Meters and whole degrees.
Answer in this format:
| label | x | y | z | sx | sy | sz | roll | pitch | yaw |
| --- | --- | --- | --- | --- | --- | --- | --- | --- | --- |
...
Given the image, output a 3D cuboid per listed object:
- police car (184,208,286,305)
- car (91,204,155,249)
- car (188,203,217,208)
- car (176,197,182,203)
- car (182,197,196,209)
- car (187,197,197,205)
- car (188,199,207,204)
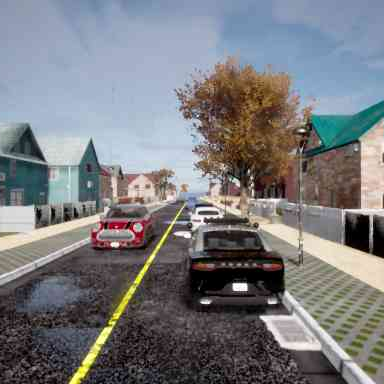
| label | x | y | z | sx | sy | sz | roll | pitch | yaw |
| --- | --- | --- | --- | --- | --- | --- | --- | --- | --- |
| police car | 0.824 | 1.428 | 8.288 | 1.930 | 1.638 | 5.238 | 0 | 0 | 0 |
| car | -2.852 | 1.358 | 14.581 | 2.097 | 1.767 | 4.553 | 0 | 0 | 0 |
| car | 0.822 | 1.534 | 18.179 | 1.812 | 1.442 | 4.674 | 0 | 0 | 0 |
| car | -2.762 | 1.837 | 77.981 | 2.033 | 1.411 | 5.357 | 0 | 0 | 0 |
| car | 0.022 | 1.648 | 46.038 | 2.033 | 1.411 | 5.357 | 0 | 0 | 0 |
| car | -0.009 | 1.676 | 63.090 | 1.882 | 1.535 | 5.008 | 0 | 0 | 0 |
| car | 0.821 | 1.517 | 24.179 | 1.837 | 1.490 | 4.892 | 0 | 0 | 0 |
